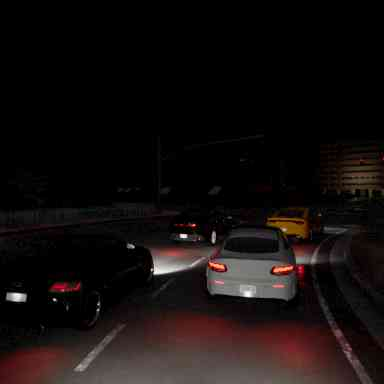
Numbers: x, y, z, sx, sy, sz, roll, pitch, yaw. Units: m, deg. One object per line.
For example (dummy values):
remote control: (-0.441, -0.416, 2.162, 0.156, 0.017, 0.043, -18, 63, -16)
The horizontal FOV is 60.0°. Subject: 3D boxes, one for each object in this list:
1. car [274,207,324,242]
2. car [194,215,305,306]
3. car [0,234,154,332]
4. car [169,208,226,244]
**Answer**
car: (5.237, 1.478, 16.536, 1.882, 1.535, 5.008, 0, 0, 30)
car: (1.539, 1.526, 8.032, 1.812, 1.442, 4.674, 0, 0, 14)
car: (-2.255, 1.564, 7.010, 1.994, 1.385, 4.181, 0, 0, 12)
car: (0.636, 1.505, 15.441, 1.837, 1.490, 4.892, 0, 0, 24)
